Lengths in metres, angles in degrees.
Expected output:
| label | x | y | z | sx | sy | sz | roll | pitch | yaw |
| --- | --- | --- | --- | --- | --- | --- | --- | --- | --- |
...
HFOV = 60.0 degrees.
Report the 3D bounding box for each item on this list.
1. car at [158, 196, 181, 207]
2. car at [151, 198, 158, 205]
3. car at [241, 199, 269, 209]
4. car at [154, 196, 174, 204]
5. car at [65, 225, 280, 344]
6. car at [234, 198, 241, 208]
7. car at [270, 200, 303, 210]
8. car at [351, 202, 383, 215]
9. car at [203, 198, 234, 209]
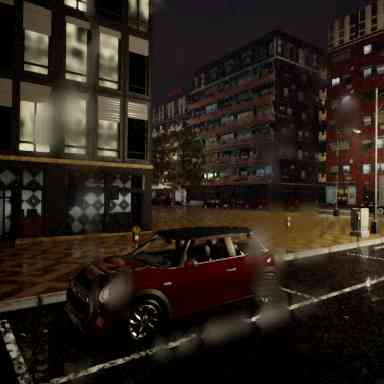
| label | x | y | z | sx | sy | sz | roll | pitch | yaw |
| --- | --- | --- | --- | --- | --- | --- | --- | --- | --- |
| car | -3.296 | 1.733 | 55.050 | 1.887 | 1.381 | 4.507 | 1 | -1 | -35 |
| car | -6.565 | 1.763 | 59.683 | 1.887 | 1.381 | 4.507 | 1 | -1 | -35 |
| car | 10.093 | 1.800 | 50.610 | 1.887 | 1.381 | 4.507 | 1 | -1 | -35 |
| car | -6.253 | 1.724 | 73.779 | 2.192 | 1.841 | 5.009 | 1 | -1 | -35 |
| car | -0.237 | 1.441 | 6.372 | 4.097 | 1.590 | 1.967 | 0 | 1 | -35 |
| car | 6.824 | 1.725 | 55.244 | 1.967 | 1.590 | 4.097 | 1 | -1 | -35 |
| car | 13.362 | 1.806 | 45.976 | 1.802 | 1.307 | 4.206 | 1 | -1 | -35 |
| car | 19.901 | 1.730 | 36.710 | 1.947 | 1.339 | 4.313 | 1 | -1 | -35 |
| car | 3.243 | 1.677 | 45.783 | 2.008 | 1.369 | 4.403 | 1 | -1 | -35 |
